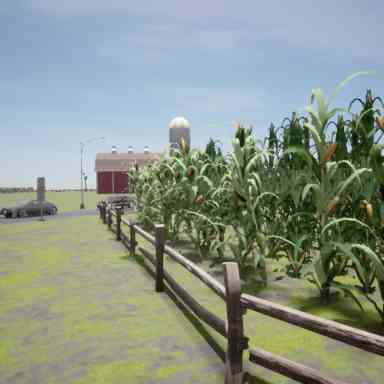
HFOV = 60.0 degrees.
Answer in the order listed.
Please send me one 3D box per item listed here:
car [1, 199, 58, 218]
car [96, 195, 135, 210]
[{"bbox_3d":[-13.221,1.308,27.203,1.994,1.385,4.181,-1,1,32],"label":"car"},{"bbox_3d":[-8.140,1.078,35.829,1.837,1.490,4.892,-1,1,29],"label":"car"}]
